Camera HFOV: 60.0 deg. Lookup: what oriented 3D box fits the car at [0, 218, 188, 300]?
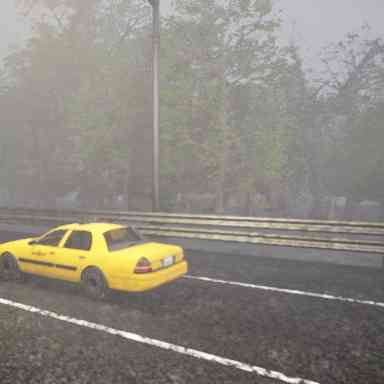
[{"bbox_3d":[-2.721,1.414,8.173,5.366,1.575,1.801,0,0,30],"label":"car"}]
